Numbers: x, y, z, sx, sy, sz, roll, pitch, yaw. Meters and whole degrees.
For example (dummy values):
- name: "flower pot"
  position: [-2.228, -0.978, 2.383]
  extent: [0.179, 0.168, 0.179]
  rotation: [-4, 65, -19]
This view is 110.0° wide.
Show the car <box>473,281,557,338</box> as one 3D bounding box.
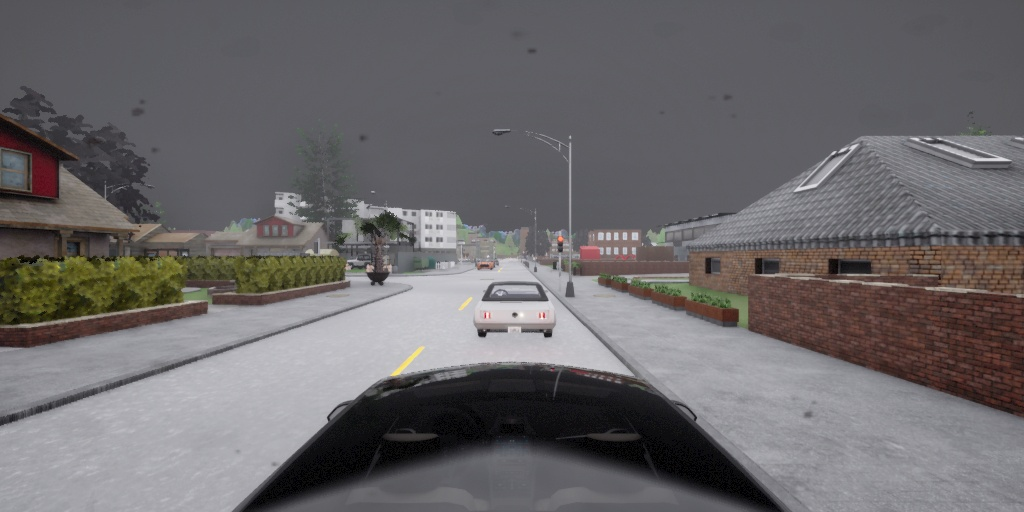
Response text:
- name: "car"
  position: [0.096, 1.351, 10.191]
  extent: [1.895, 1.301, 4.718]
  rotation: [0, 0, 1]

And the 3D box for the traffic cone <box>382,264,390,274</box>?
- name: "traffic cone"
  position: [-15.526, 1.561, 44.141]
  extent: [0.344, 0.586, 0.344]
  rotation: [0, 0, 0]

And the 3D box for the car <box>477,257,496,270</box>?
- name: "car"
  position: [-3.826, 1.102, 52.297]
  extent: [2.097, 1.767, 4.553]
  rotation: [0, 0, 0]

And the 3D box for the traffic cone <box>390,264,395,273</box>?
- name: "traffic cone"
  position: [-15.162, 1.558, 44.708]
  extent: [0.344, 0.586, 0.344]
  rotation: [0, 0, 0]

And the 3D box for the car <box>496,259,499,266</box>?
- name: "car"
  position: [-3.755, 1.255, 61.678]
  extent: [1.837, 1.490, 4.892]
  rotation: [0, 0, 1]
